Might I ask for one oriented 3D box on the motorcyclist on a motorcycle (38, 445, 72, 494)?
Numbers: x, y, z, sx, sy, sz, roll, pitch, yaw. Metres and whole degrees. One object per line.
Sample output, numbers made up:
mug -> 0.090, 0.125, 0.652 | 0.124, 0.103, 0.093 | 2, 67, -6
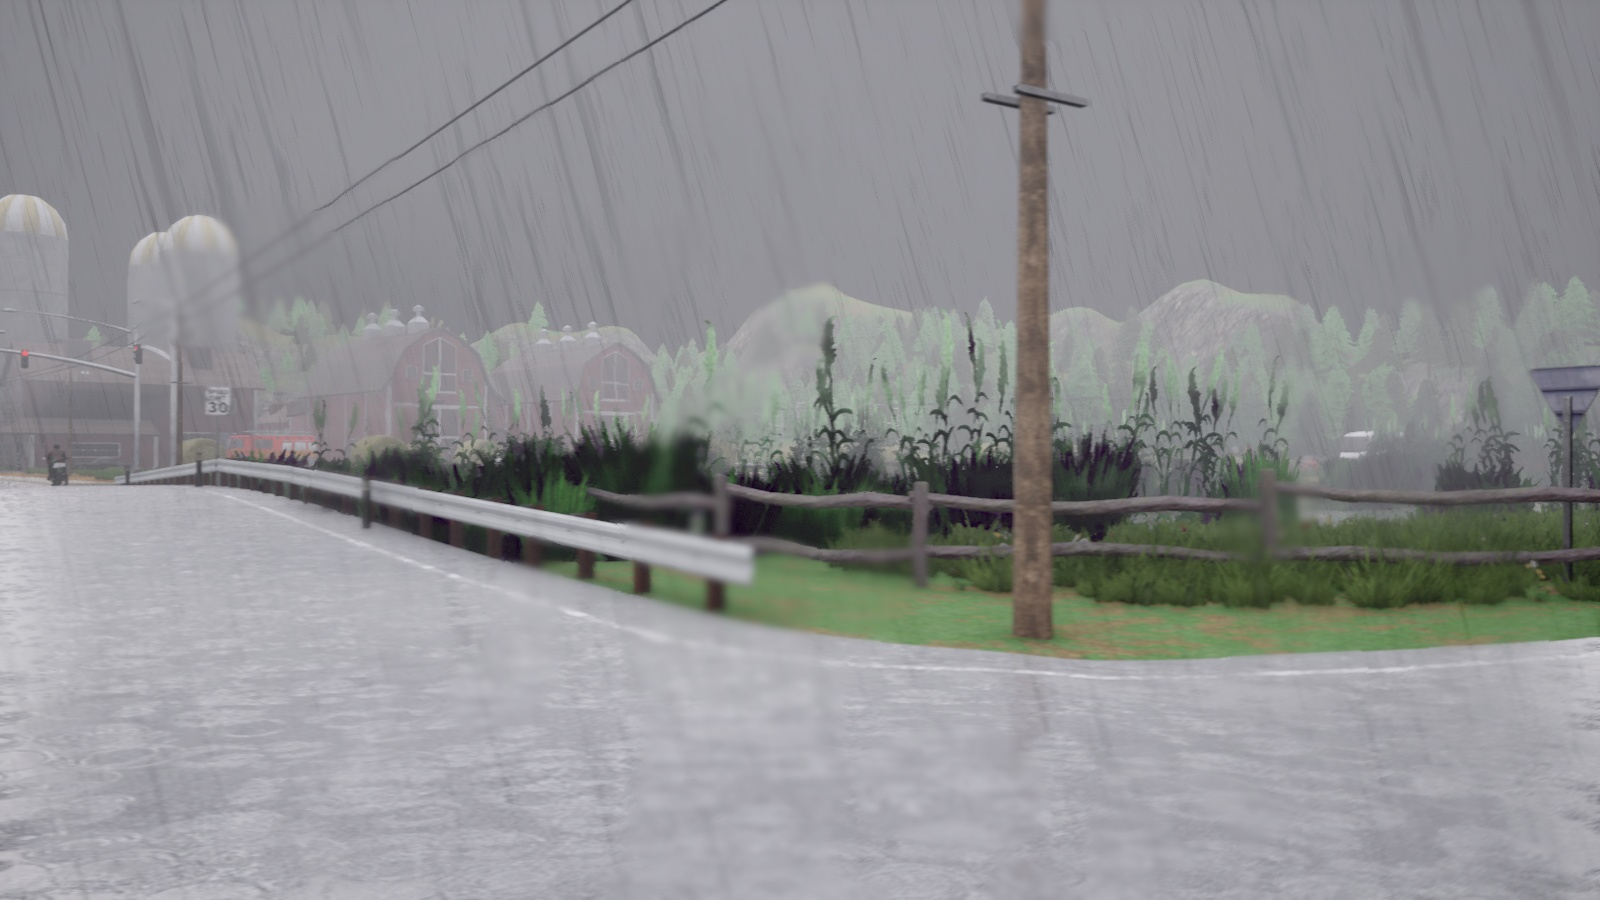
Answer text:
motorcyclist on a motorcycle -> -24.649, 0.658, 41.519 | 0.797, 1.523, 2.044 | 0, -3, -35
